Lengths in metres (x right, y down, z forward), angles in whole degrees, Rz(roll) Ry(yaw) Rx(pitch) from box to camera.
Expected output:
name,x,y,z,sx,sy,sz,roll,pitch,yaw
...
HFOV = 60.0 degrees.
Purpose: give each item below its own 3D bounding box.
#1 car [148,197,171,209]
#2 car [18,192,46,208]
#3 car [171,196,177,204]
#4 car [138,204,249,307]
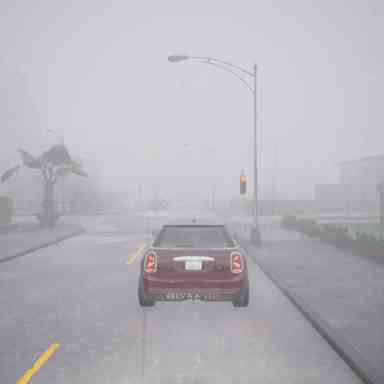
name,x,y,z,sx,sy,sz,roll,pitch,yaw
car,-4.069,1.352,40.859,2.097,1.767,4.553,0,0,0
car,-19.729,0.985,42.014,1.905,1.878,3.866,0,0,35
car,-4.042,1.547,55.855,2.033,1.411,5.357,0,0,0
car,0.050,1.352,8.139,2.097,1.767,4.553,0,0,1
